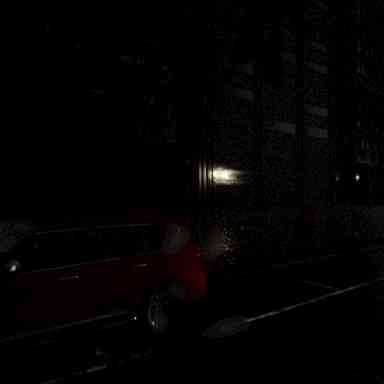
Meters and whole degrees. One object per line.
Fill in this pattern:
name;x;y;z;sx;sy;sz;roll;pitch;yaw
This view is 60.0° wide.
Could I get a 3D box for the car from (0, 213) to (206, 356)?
car;-2.071;1.315;5.180;5.009;1.841;2.192;0;0;-35
